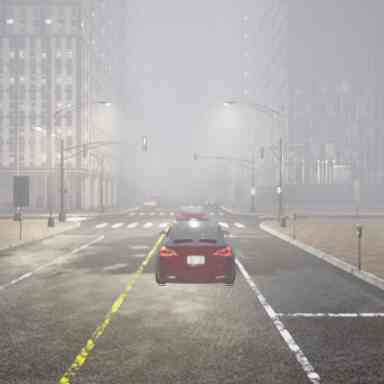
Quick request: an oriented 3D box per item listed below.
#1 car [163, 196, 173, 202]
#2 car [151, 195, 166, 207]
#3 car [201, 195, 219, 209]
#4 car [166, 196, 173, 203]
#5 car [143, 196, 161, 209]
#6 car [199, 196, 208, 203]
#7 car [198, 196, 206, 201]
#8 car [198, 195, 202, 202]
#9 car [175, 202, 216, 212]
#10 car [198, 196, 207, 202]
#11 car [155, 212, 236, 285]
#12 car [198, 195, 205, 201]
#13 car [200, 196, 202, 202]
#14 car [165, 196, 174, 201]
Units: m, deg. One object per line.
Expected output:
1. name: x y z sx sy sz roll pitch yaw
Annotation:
1. car: -5.806 1.713 81.164 2.008 1.369 4.403 0 0 0
2. car: -5.864 1.449 52.788 2.192 1.841 5.009 0 0 0
3. car: 2.753 1.565 47.120 1.967 1.590 4.097 0 0 0
4. car: -5.798 1.703 75.489 1.887 1.381 4.507 0 0 0
5. car: -5.887 1.650 46.938 1.752 1.417 4.829 0 0 0
6. car: 2.582 1.684 75.666 1.752 1.417 4.829 0 0 0
7. car: 2.566 1.715 86.844 2.008 1.369 4.403 0 0 0
8. car: 2.592 1.468 69.822 2.192 1.841 5.009 0 0 0
9. car: -0.067 1.567 20.250 2.163 1.488 4.792 0 0 -4
10. car: 2.574 1.707 81.170 1.887 1.381 4.507 0 0 0
11. car: 0.081 1.535 9.609 2.163 1.488 4.792 0 0 0
12. car: 2.558 1.690 92.691 1.752 1.417 4.829 0 0 0
13. car: 2.714 1.685 52.798 2.008 1.369 4.403 0 0 0
14. car: -5.814 1.715 86.839 2.008 1.369 4.403 0 0 0
